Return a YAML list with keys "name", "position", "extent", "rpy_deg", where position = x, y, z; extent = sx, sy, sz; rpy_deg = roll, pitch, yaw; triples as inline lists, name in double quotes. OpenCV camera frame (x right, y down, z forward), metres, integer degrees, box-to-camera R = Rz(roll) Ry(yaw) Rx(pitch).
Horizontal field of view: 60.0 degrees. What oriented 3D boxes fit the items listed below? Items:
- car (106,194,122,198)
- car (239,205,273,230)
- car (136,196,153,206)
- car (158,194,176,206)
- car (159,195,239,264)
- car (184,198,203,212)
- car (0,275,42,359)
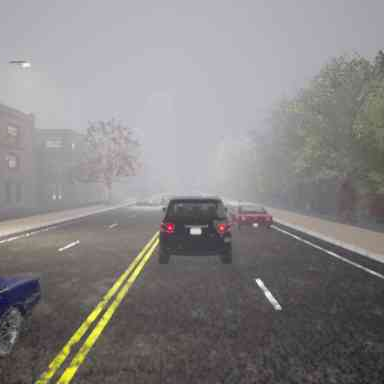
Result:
- name: "car"
  position: [-20.666, 1.100, 87.806]
  extent: [4.313, 1.339, 1.947]
  rpy_deg: [-1, 2, -1]
- name: "car"
  position: [3.356, 1.437, 19.767]
  extent: [1.895, 1.301, 4.718]
  rpy_deg: [0, 0, 0]
- name: "car"
  position: [-6.634, 1.218, 46.468]
  extent: [1.895, 1.301, 4.718]
  rpy_deg: [0, 0, 0]
- name: "car"
  position: [-3.383, 1.111, 46.287]
  extent: [2.128, 1.511, 4.902]
  rpy_deg: [0, 0, 0]
- name: "car"
  position: [0.104, 1.125, 11.594]
  extent: [2.150, 2.045, 5.566]
  rpy_deg: [0, 0, 0]
- name: "car"
  position: [0.110, 1.306, 35.678]
  extent: [1.895, 1.301, 4.718]
  rpy_deg: [0, 0, 0]
- name: "car"
  position: [-3.350, 1.574, 3.133]
  extent: [1.895, 1.301, 4.718]
  rpy_deg: [0, 0, 0]
